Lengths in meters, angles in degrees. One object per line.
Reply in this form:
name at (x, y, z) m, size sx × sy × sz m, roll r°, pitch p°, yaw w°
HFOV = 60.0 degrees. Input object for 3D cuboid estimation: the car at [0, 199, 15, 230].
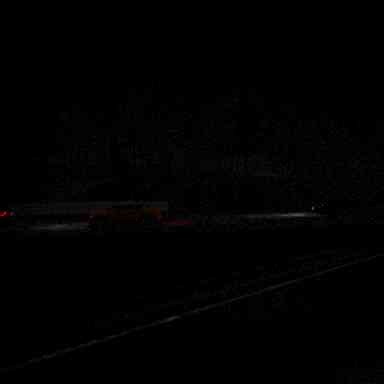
car at (-12.705, 1.365, 17.924) m, size 5.566 × 2.045 × 2.150 m, roll -1°, pitch 0°, yaw -16°

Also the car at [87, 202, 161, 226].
car at (-4.685, 1.481, 23.170) m, size 5.008 × 1.535 × 1.882 m, roll -1°, pitch 0°, yaw -10°

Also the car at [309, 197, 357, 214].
car at (13.256, 1.194, 31.316) m, size 4.902 × 1.511 × 2.128 m, roll -1°, pitch 0°, yaw -24°
